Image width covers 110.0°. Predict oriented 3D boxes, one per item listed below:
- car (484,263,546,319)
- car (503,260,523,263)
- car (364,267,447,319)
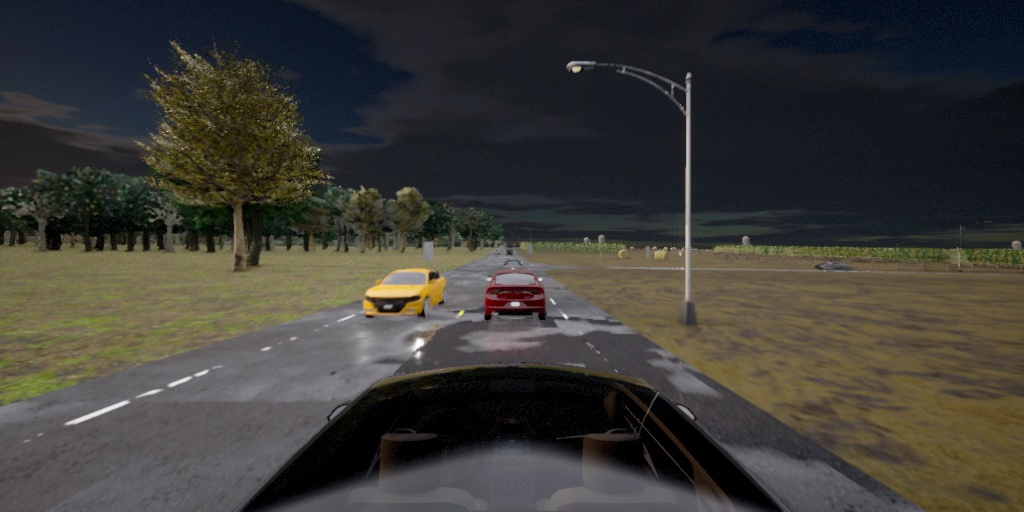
[{"bbox_3d":[0.096,1.198,12.674,1.882,1.535,5.008,0,0,0],"label":"car"},{"bbox_3d":[0.078,1.038,33.499,1.994,1.385,4.181,0,1,0],"label":"car"},{"bbox_3d":[-3.603,1.196,12.934,1.882,1.535,5.008,0,0,0],"label":"car"}]
